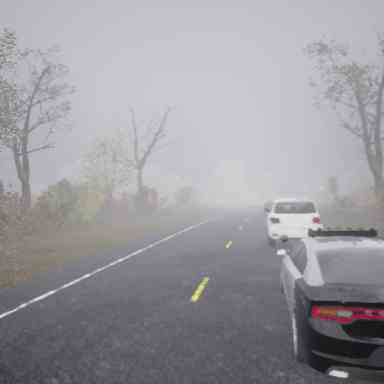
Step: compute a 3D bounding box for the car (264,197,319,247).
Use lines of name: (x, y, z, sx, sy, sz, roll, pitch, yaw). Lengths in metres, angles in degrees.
car: (4.597, 1.294, 15.508, 2.150, 2.045, 5.566, -1, -1, 12)

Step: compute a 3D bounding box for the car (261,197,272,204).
car: (19.180, 2.126, 85.270, 2.097, 1.767, 4.553, -2, -1, 19)

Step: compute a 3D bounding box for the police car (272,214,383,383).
police car: (2.594, 1.432, 5.837, 1.930, 1.638, 5.238, -1, -1, 11)

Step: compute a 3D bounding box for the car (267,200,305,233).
car: (5.874, 1.460, 21.282, 2.097, 1.767, 4.553, -1, -1, 13)

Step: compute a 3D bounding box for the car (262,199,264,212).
car: (10.274, 1.816, 43.396, 1.837, 1.490, 4.892, -2, -1, 15)

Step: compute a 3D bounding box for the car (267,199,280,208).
car: (14.750, 2.014, 59.868, 2.033, 1.411, 5.357, -2, -1, 16)
